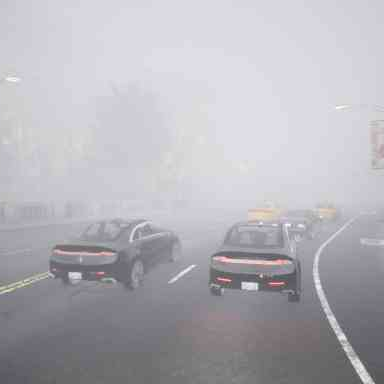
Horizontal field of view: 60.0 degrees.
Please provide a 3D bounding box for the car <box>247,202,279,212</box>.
[{"bbox_3d":[5.605,1.478,24.398,1.882,1.535,5.008,0,0,29],"label":"car"}]

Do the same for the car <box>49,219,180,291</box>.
[{"bbox_3d":[-1.751,1.491,9.143,2.128,1.511,4.902,0,0,15],"label":"car"}]

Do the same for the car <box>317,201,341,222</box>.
[{"bbox_3d":[10.584,1.456,26.274,1.801,1.575,5.366,0,0,30],"label":"car"}]

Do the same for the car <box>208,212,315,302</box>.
[{"bbox_3d":[1.695,1.492,8.368,2.128,1.511,4.902,0,0,15],"label":"car"}]

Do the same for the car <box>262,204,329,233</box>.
[{"bbox_3d":[5.559,1.547,17.320,2.033,1.411,5.357,0,0,29],"label":"car"}]
